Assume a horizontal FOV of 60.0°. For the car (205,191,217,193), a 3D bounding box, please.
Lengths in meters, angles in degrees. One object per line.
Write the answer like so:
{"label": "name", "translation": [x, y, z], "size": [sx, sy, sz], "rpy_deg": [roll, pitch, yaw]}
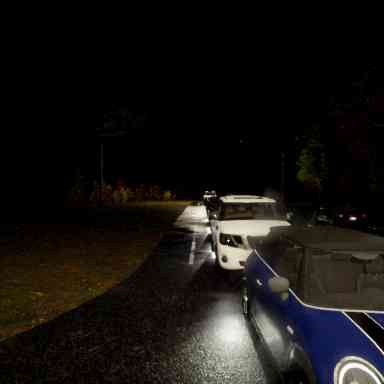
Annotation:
{"label": "car", "translation": [2.964, 0.938, 54.408], "size": [2.150, 2.045, 5.566], "rpy_deg": [0, 0, 3]}

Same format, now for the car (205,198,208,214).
{"label": "car", "translation": [2.062, 1.380, 23.060], "size": [1.837, 1.490, 4.892], "rpy_deg": [0, 0, 2]}

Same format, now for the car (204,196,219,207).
{"label": "car", "translation": [2.761, 1.314, 47.975], "size": [1.994, 1.385, 4.181], "rpy_deg": [0, 0, 3]}

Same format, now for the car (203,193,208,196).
{"label": "car", "translation": [2.558, 1.275, 41.567], "size": [2.128, 1.511, 4.902], "rpy_deg": [0, 0, 2]}

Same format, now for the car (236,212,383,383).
{"label": "car", "translation": [1.941, 1.338, 4.126], "size": [2.097, 1.767, 4.553], "rpy_deg": [0, 0, 0]}

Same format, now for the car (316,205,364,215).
{"label": "car", "translation": [8.992, 1.456, 20.458], "size": [1.994, 1.385, 4.181], "rpy_deg": [0, 0, 1]}

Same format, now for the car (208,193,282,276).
{"label": "car", "translation": [1.745, 1.160, 10.473], "size": [2.150, 2.045, 5.566], "rpy_deg": [0, 0, 1]}

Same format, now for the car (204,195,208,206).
{"label": "car", "translation": [2.224, 1.322, 29.313], "size": [1.882, 1.535, 5.008], "rpy_deg": [0, 0, 2]}
